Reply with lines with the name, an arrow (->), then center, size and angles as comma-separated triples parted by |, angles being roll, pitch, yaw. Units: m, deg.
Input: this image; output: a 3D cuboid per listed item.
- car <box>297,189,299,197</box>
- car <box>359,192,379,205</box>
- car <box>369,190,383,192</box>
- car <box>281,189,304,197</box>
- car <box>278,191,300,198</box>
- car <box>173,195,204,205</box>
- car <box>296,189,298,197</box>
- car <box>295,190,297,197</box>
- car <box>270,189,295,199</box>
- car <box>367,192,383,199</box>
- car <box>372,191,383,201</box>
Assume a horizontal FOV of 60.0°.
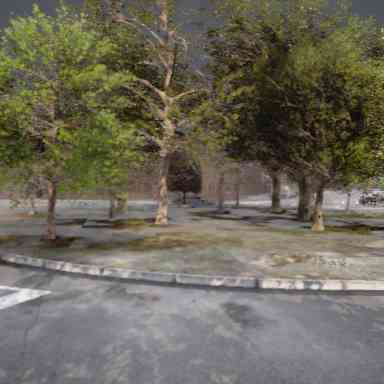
car -> 23.177, 0.509, 81.006 | 4.553, 1.767, 2.185 | 1, 1, 26
car -> 27.357, 1.248, 52.004 | 1.837, 1.490, 4.892 | 1, 1, 18
car -> 39.306, 0.946, 68.050 | 4.553, 1.767, 2.185 | 1, 1, 26
car -> 26.714, 0.248, 88.485 | 5.566, 2.045, 2.435 | 1, 1, 26
car -> 24.340, 0.593, 83.514 | 4.892, 1.521, 2.231 | 1, 1, 26
car -> -0.481, 1.052, 43.931 | 4.181, 1.385, 1.994 | 1, 1, -9
car -> 21.953, 0.713, 78.538 | 4.674, 1.452, 2.002 | 1, 1, 26
car -> 20.751, 0.713, 76.058 | 5.008, 1.535, 2.097 | 1, 1, 26
car -> 19.587, 0.623, 73.551 | 4.553, 1.767, 2.185 | 1, 1, 26
car -> 45.323, 0.848, 80.584 | 4.892, 1.521, 2.231 | 1, 1, 26
car -> 36.888, 1.163, 63.184 | 4.792, 1.488, 2.163 | 1, 1, 26
